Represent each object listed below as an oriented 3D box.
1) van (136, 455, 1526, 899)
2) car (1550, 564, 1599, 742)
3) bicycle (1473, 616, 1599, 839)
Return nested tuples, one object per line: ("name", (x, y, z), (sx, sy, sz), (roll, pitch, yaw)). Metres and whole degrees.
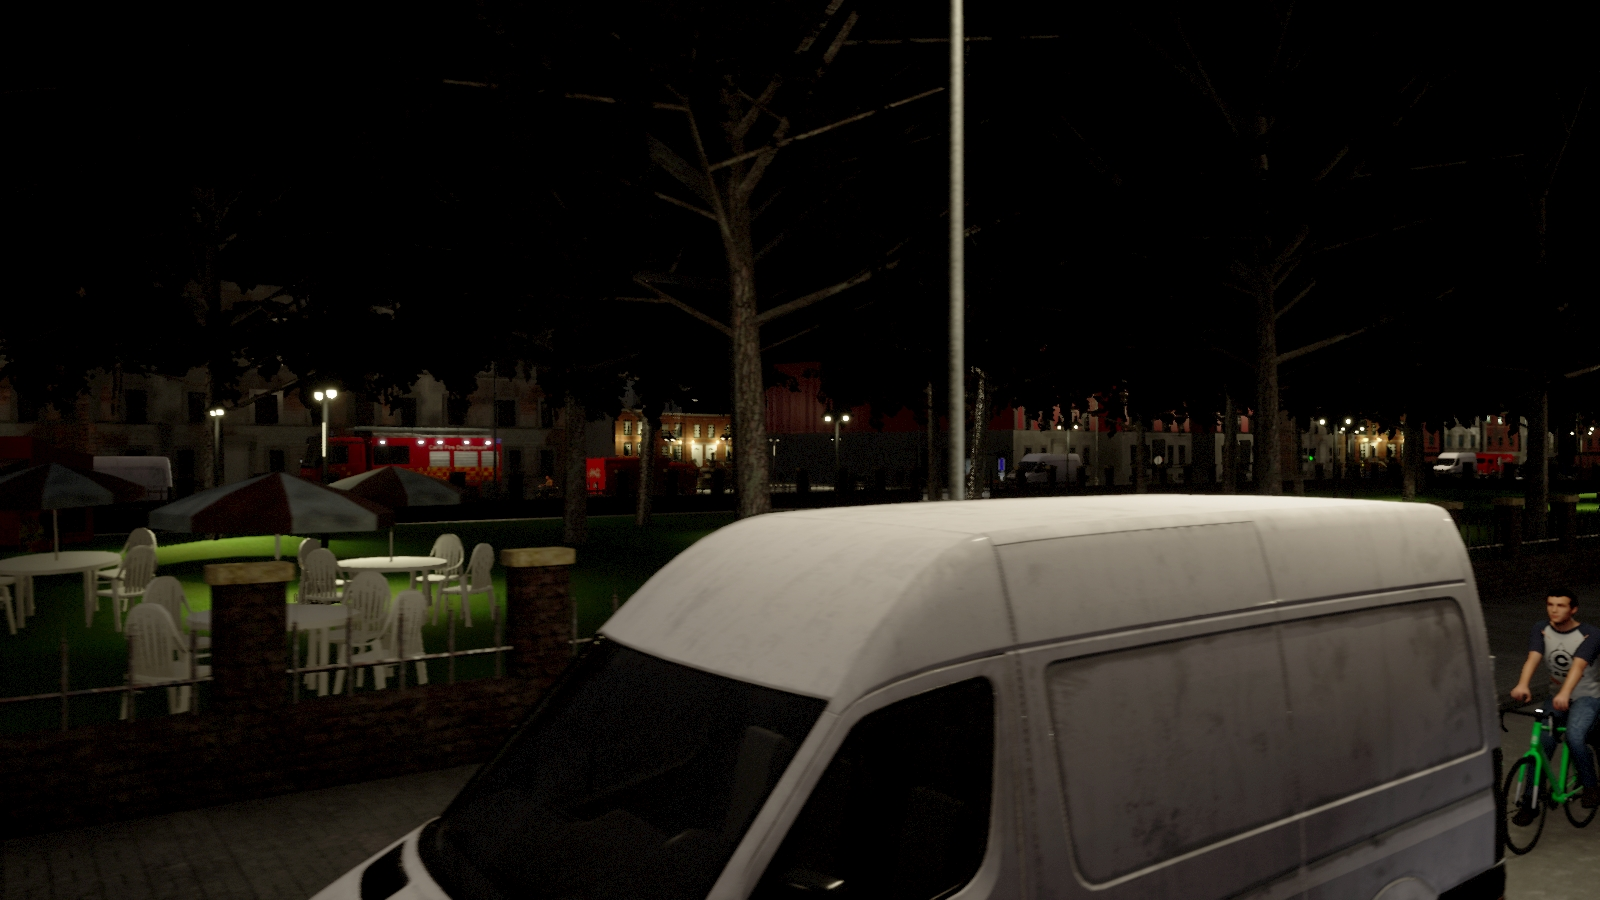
("van", (0.672, 1.315, 4.880), (5.915, 2.561, 1.988), (0, 0, -35))
("car", (8.979, 1.846, 10.736), (3.806, 1.475, 1.970), (0, 0, -35))
("bicycle", (5.431, 1.937, 8.220), (1.643, 1.296, 0.373), (0, 0, -35))
